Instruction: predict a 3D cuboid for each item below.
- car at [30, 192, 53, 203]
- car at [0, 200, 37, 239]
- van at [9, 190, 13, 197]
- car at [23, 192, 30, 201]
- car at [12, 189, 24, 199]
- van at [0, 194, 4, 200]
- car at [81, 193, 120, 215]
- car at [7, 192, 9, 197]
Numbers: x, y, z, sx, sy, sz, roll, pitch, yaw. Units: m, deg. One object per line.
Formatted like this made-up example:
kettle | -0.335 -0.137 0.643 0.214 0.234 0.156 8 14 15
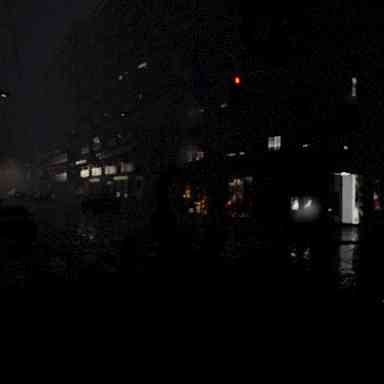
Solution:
car | -21.246 0.759 47.346 1.967 1.590 4.097 2 0 -36
car | -8.206 1.268 14.902 1.887 1.381 4.507 2 0 -36
van | -34.467 0.305 65.706 1.690 1.788 3.998 2 0 -36
car | -24.556 0.796 51.935 1.947 1.339 4.313 2 0 -36
car | -31.267 0.575 61.253 1.752 1.417 4.829 2 0 -36
van | -14.811 0.886 24.082 1.690 1.788 3.998 2 0 -36
car | -8.017 0.989 28.987 2.192 1.841 5.009 2 0 -36
car | -37.777 0.316 70.295 1.967 1.590 4.097 2 0 -36
